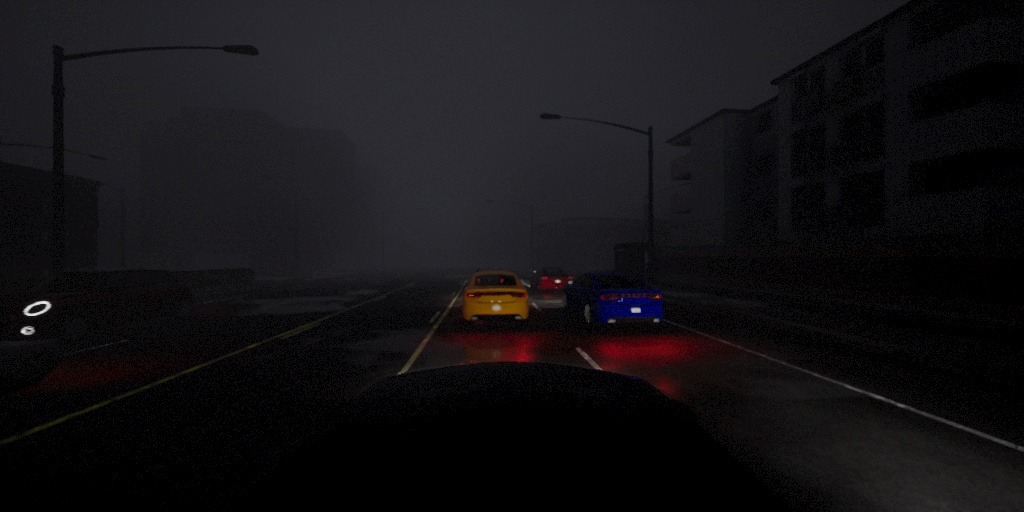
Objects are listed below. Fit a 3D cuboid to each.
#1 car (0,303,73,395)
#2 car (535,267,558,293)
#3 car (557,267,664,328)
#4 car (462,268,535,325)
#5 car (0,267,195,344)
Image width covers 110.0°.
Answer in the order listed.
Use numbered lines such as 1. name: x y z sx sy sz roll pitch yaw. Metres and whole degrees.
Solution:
1. car: -7.180 1.368 2.741 1.895 1.301 4.718 0 0 -2
2. car: 2.241 1.300 20.812 1.994 1.385 4.181 0 0 -5
3. car: 2.954 1.216 11.478 1.882 1.535 5.008 0 0 -4
4. car: -0.571 1.224 11.879 1.882 1.535 5.008 0 0 -4
5. car: -11.105 1.125 9.503 2.097 1.767 4.553 0 0 -4
